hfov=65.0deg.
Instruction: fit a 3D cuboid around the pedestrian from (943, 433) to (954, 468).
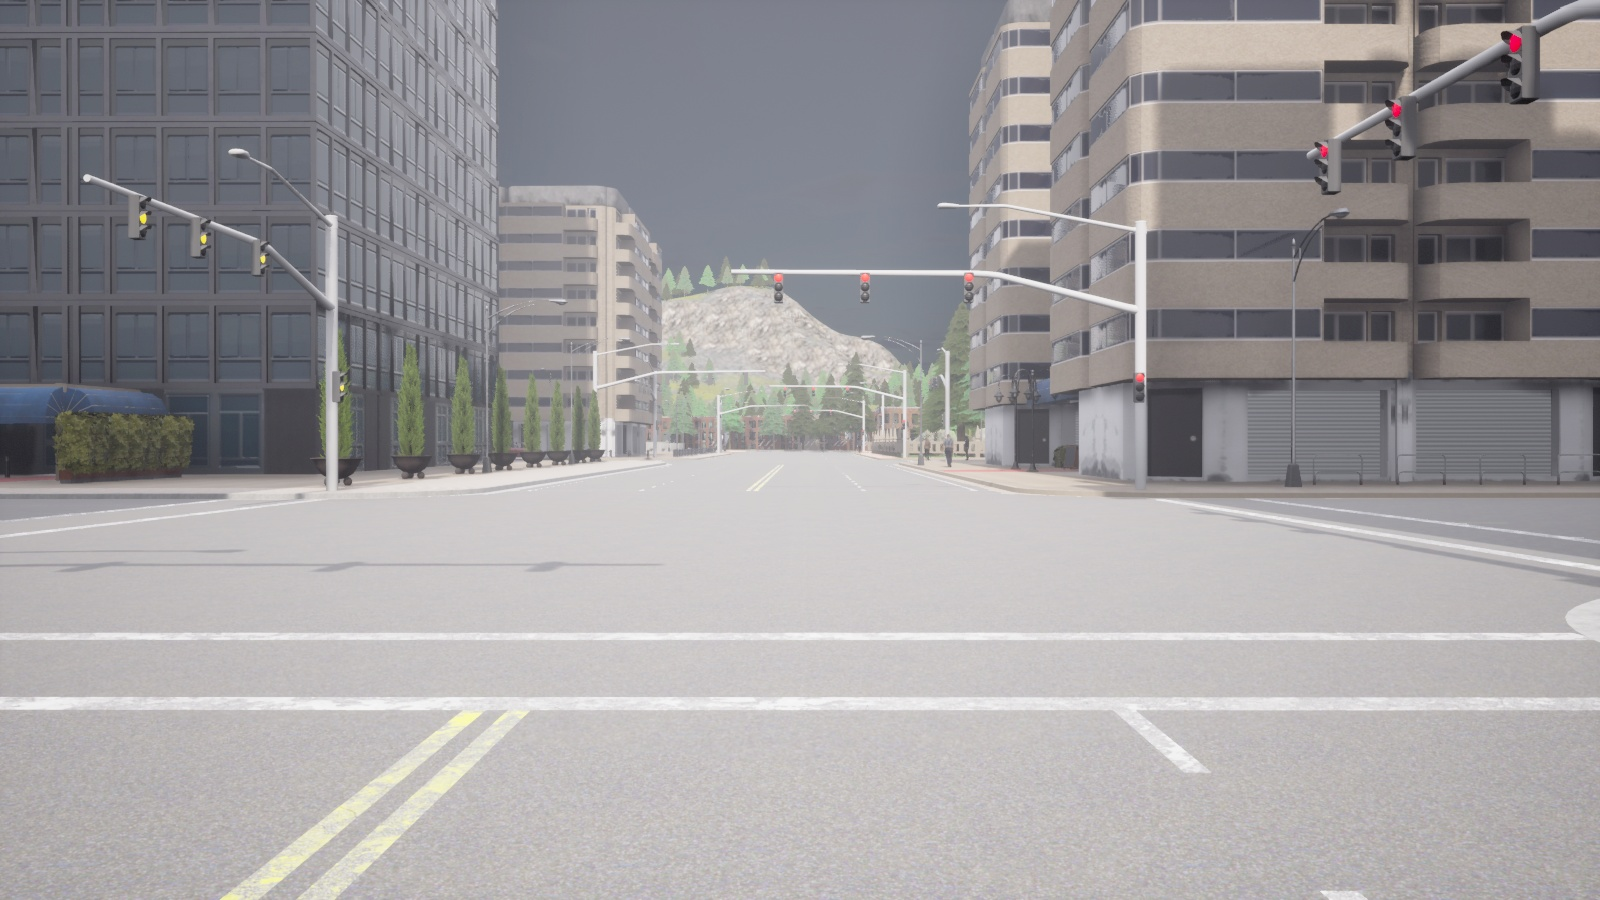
[{"bbox_3d":[8.089,0.023,68.292,0.540,1.848,0.694,0,0,1],"label":"pedestrian"}]
